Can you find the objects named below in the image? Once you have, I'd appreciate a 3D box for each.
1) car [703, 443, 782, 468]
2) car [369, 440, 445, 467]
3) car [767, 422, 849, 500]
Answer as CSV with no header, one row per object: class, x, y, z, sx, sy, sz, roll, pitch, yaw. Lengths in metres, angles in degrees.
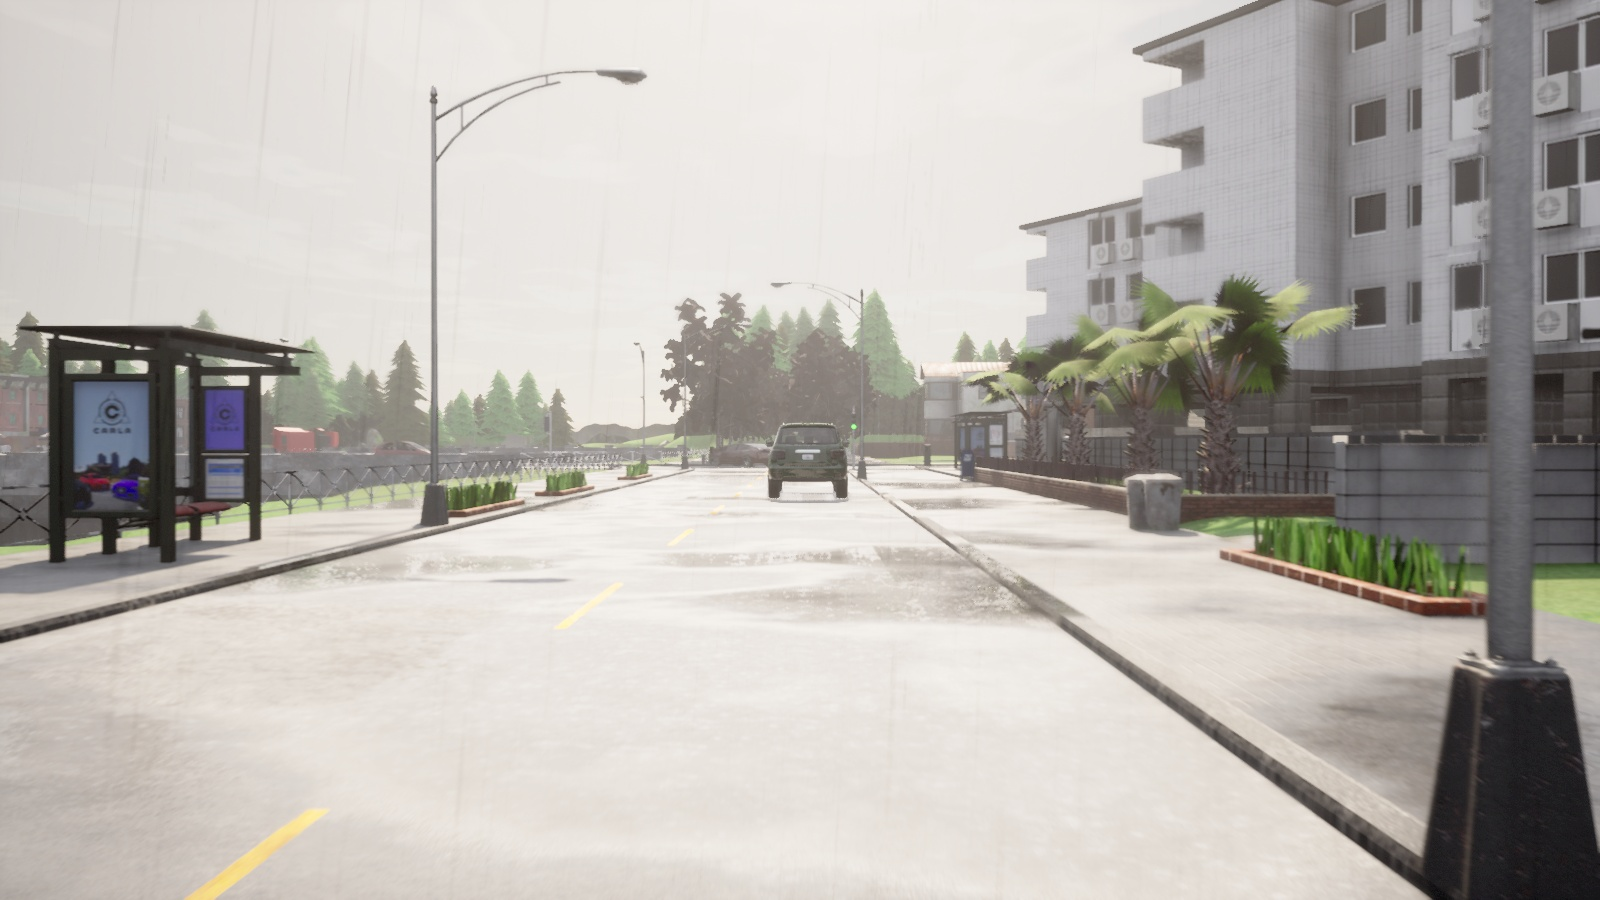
car,-3.564,0.307,77.427,4.792,1.488,2.163,0,0,45
car,-23.610,0.200,75.491,3.988,1.617,1.851,0,0,0
car,0.221,0.264,35.730,2.150,2.045,5.566,0,0,0
